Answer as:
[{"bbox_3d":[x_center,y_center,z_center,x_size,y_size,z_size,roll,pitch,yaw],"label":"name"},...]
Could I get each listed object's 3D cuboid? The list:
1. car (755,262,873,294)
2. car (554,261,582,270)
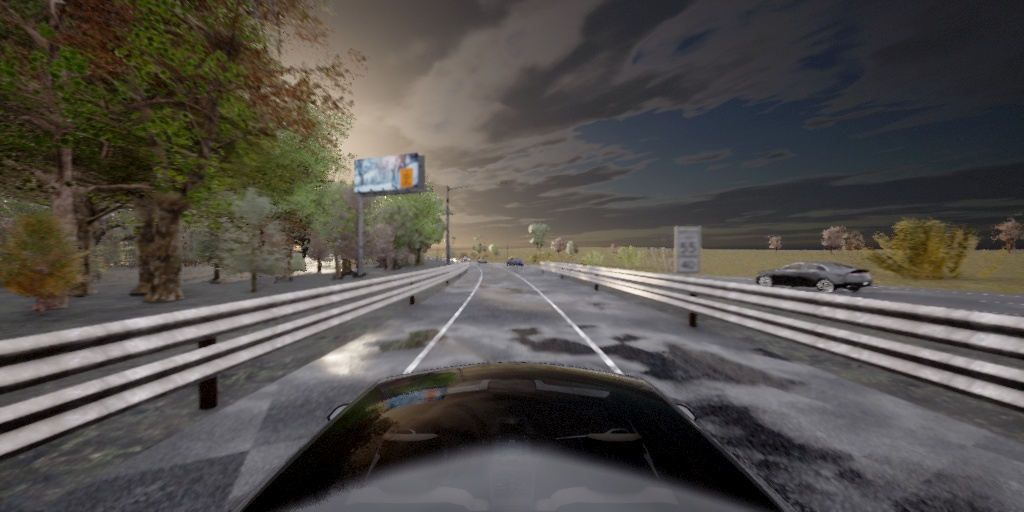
[{"bbox_3d":[14.962,1.026,18.192,2.128,1.511,4.902,-1,0,-17],"label":"car"},{"bbox_3d":[6.952,1.240,45.052,1.895,1.301,4.718,-1,0,-17],"label":"car"}]
